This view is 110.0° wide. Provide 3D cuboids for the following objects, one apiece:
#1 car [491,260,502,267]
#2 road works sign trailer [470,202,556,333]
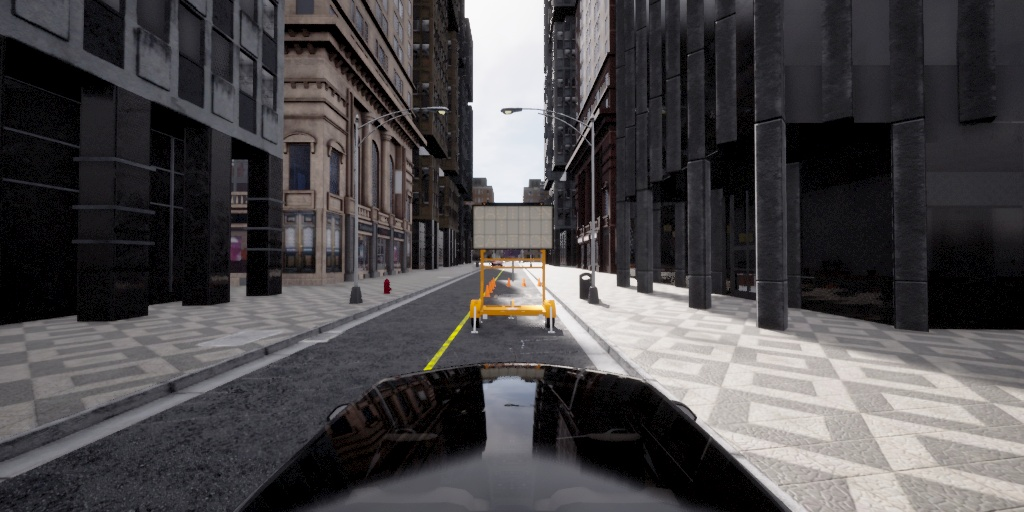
[{"bbox_3d":[-2.802,1.316,63.094,1.882,1.535,5.008,0,0,0],"label":"car"},{"bbox_3d":[0.029,0.217,10.712,2.380,3.560,2.880,0,0,0],"label":"road works sign trailer"}]
